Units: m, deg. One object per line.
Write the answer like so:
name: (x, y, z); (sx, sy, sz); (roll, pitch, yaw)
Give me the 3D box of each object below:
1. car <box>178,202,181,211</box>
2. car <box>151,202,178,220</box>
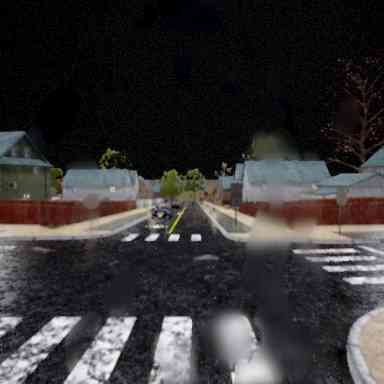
car: (-2.793, 2.318, 54.251); (1.895, 1.301, 4.718); (0, -1, 1)
car: (-2.843, 1.900, 32.368); (2.128, 1.511, 4.902); (0, -1, 0)
